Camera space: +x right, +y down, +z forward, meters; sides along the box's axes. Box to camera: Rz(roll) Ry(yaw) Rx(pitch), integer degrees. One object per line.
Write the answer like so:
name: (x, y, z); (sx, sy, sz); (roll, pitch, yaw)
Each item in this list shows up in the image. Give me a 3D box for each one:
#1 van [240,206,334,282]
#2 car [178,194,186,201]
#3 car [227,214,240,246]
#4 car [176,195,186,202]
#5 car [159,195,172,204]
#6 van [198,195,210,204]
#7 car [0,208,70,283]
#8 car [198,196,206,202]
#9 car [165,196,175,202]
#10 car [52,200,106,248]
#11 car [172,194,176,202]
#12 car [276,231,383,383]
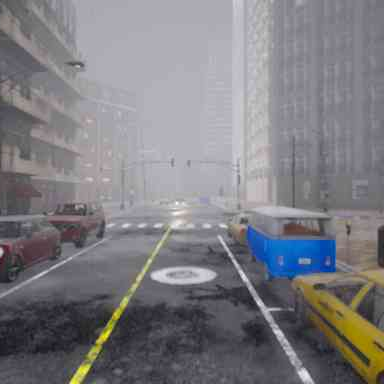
van: (2.573, 1.345, 9.452); (1.690, 1.788, 3.998); (0, 0, 0)
car: (-2.742, 1.555, 94.189); (2.097, 1.767, 4.553); (0, 0, 0)
car: (2.571, 1.534, 15.159); (1.752, 1.417, 4.829); (0, 0, 0)
car: (-2.743, 1.739, 78.545); (1.895, 1.301, 4.718); (0, 0, 0)
car: (-5.306, 1.622, 63.814); (1.752, 1.417, 4.829); (0, 0, 0)
van: (2.575, 1.439, 63.984); (1.690, 1.788, 3.998); (0, 0, 0)
car: (-5.308, 1.444, 9.447); (1.967, 1.590, 4.097); (0, 0, 0)
car: (2.575, 1.717, 86.193); (1.887, 1.381, 4.507); (0, 0, 0)
car: (-5.306, 1.717, 80.642); (1.947, 1.339, 4.313); (0, 0, 0)
car: (-5.307, 1.323, 14.983); (2.192, 1.841, 5.009); (0, 0, 0)
car: (-5.306, 1.572, 75.090); (1.967, 1.590, 4.097); (0, 0, 0)
car: (2.571, 1.527, 4.089); (1.752, 1.417, 4.829); (0, 0, 0)
